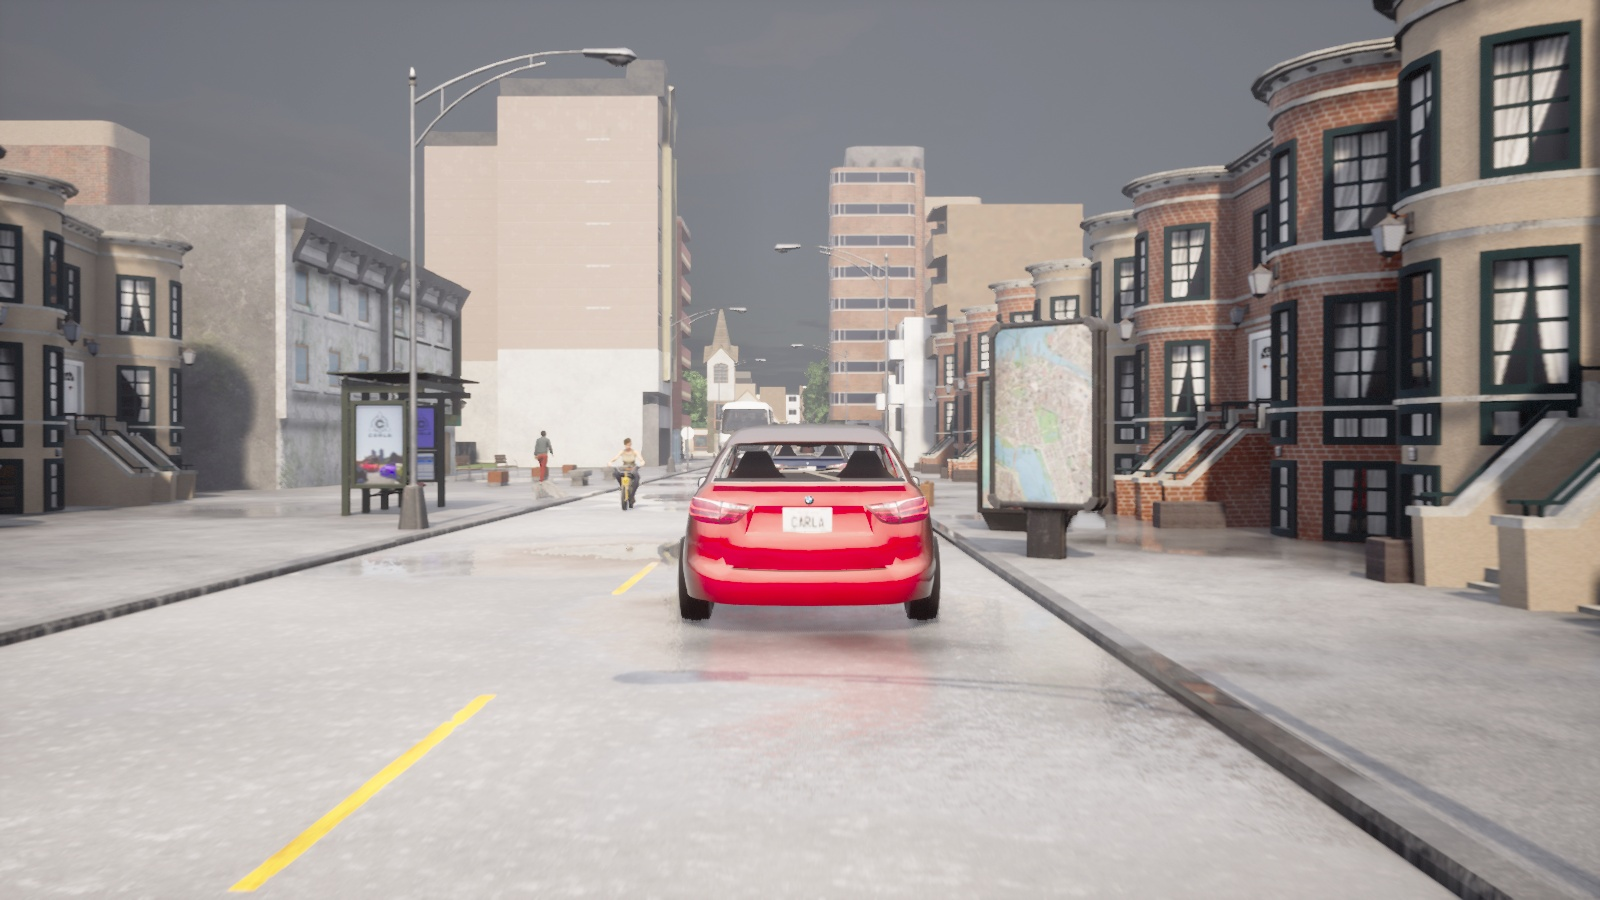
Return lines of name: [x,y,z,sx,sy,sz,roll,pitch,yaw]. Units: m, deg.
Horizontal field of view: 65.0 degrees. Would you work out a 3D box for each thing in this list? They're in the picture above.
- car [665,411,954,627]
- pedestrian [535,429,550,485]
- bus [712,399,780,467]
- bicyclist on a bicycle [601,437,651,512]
car: [0.085,0.523,12.031,2.242,1.667,4.611,0,0,0]
pedestrian: [-8.549,0.215,41.649,0.353,1.847,0.614,0,0,3]
bus: [-3.467,-1.109,84.545,3.944,4.253,10.273,0,0,1]
bicyclist on a bicycle: [-3.820,0.524,27.644,0.866,1.612,1.509,0,0,1]
